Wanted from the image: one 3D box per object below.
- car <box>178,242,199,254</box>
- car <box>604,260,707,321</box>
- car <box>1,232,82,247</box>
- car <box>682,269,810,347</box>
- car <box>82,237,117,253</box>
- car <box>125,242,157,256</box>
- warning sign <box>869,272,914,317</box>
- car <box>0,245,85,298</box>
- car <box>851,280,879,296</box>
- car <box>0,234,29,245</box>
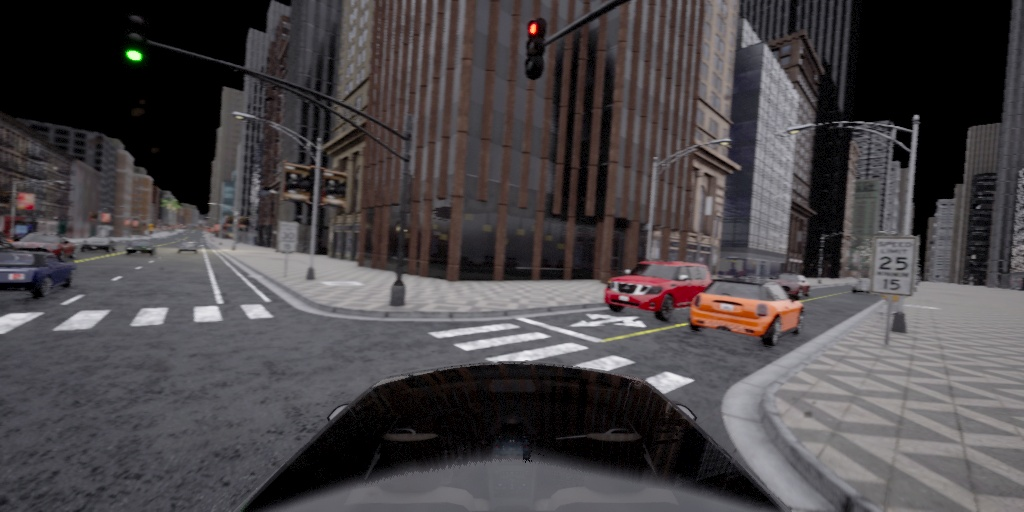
[{"bbox_3d":[-40.398,-1.044,44.767,2.033,1.411,5.357,3,0,-41],"label":"car"},{"bbox_3d":[5.940,1.210,14.101,5.566,2.045,2.150,3,1,-41],"label":"car"},{"bbox_3d":[-30.606,-0.668,23.485,2.097,1.767,4.553,3,0,-41],"label":"car"},{"bbox_3d":[7.369,1.483,11.076,4.553,1.767,2.097,3,1,-42],"label":"car"},{"bbox_3d":[-41.463,-1.159,36.097,1.882,1.535,5.008,3,0,-41],"label":"car"},{"bbox_3d":[-36.092,-0.737,35.013,1.895,1.301,4.718,3,0,-41],"label":"car"},{"bbox_3d":[17.451,1.834,16.544,1.060,1.860,1.300,0,0,-41],"label":"warning sign"},{"bbox_3d":[-15.079,0.477,10.850,1.895,1.301,4.718,3,0,-41],"label":"car"},{"bbox_3d":[35.748,3.189,36.083,4.181,1.385,1.994,3,1,-40],"label":"car"},{"bbox_3d":[-24.174,-0.143,16.064,1.837,1.490,4.892,3,0,-41],"label":"car"}]
